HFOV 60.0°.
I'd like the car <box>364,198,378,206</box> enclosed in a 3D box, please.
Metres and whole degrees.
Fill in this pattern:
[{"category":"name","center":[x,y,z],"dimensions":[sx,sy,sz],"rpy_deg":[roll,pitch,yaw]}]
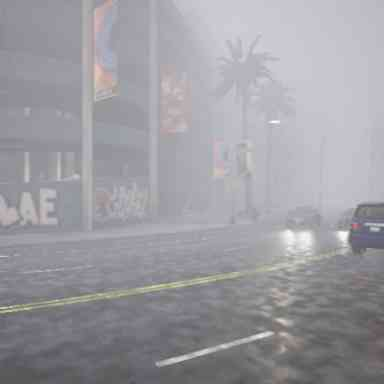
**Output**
[{"category":"car","center":[41.822,2.356,77.818],"dimensions":[2.185,1.767,4.553],"rpy_deg":[-1,-1,19]}]

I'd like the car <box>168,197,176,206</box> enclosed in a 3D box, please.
[{"category":"car","center":[-3.250,1.879,54.413],"dimensions":[2.435,2.045,5.566],"rpy_deg":[-1,-1,19]}]

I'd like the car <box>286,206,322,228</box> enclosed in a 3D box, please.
[{"category":"car","center":[8.516,1.853,25.093],"dimensions":[2.128,1.511,4.902],"rpy_deg":[-1,-1,30]}]

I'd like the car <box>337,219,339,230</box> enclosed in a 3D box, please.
[{"category":"car","center":[11.400,1.872,23.125],"dimensions":[1.994,1.385,4.181],"rpy_deg":[-1,-1,31]}]

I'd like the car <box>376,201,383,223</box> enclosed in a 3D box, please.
[{"category":"car","center":[18.046,1.728,29.769],"dimensions":[2.097,1.767,4.553],"rpy_deg":[-1,-1,22]}]

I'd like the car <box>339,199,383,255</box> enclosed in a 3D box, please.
[{"category":"car","center":[8.195,1.392,13.339],"dimensions":[5.566,2.045,2.150],"rpy_deg":[1,-1,-45]}]
